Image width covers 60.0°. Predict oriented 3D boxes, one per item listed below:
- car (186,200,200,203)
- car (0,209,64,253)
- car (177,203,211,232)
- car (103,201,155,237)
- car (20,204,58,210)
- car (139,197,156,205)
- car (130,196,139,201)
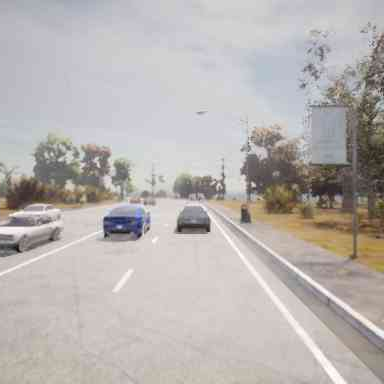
[{"bbox_3d":[0.104,1.636,38.657,1.895,1.301,4.718,0,0,0],"label":"car"},{"bbox_3d":[-7.098,1.613,13.795,1.895,1.301,4.718,0,0,0],"label":"car"},{"bbox_3d":[0.104,1.583,20.501,1.994,1.385,4.181,0,0,0],"label":"car"},{"bbox_3d":[-3.397,1.494,18.083,1.882,1.535,5.008,0,0,0],"label":"car"},{"bbox_3d":[-10.595,1.546,22.970,1.812,1.442,4.674,0,0,0],"label":"car"},{"bbox_3d":[-7.103,1.542,55.820,2.128,1.511,4.902,0,0,0],"label":"car"},{"bbox_3d":[-10.728,1.582,63.529,1.812,1.442,4.674,0,0,-1],"label":"car"}]
